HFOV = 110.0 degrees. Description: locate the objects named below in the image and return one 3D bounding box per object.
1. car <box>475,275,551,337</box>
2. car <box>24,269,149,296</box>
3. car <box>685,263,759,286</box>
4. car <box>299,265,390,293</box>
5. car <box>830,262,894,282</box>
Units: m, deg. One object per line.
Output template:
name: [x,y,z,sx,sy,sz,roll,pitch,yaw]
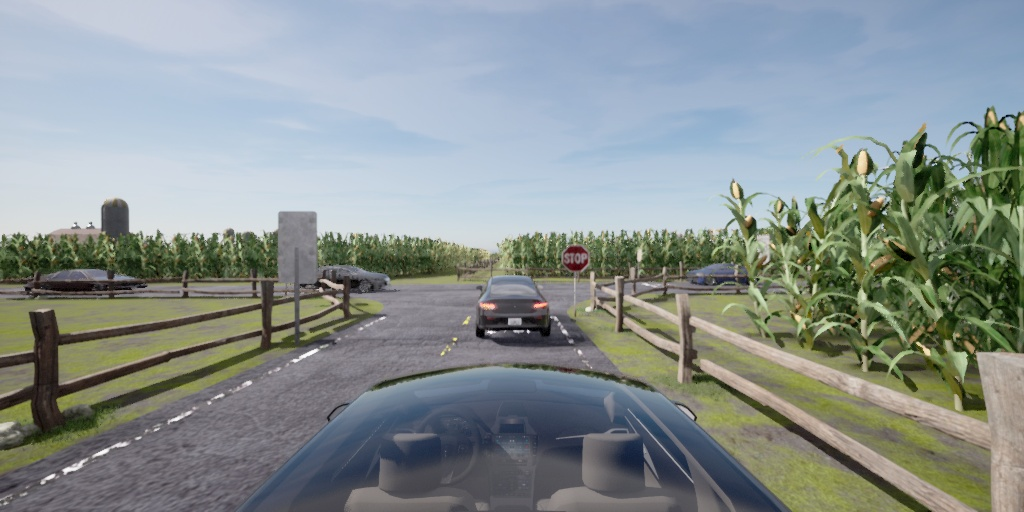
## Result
car: [-0.041,1.266,10.132,1.812,1.442,4.674,0,0,-3]
car: [-24.233,1.465,20.488,5.357,1.411,2.033,0,0,0]
car: [13.627,1.175,23.376,4.181,1.385,1.994,0,0,0]
car: [-9.511,1.292,20.459,4.902,1.511,2.128,-1,0,0]
car: [23.563,1.051,23.351,4.892,1.490,1.837,0,0,0]
